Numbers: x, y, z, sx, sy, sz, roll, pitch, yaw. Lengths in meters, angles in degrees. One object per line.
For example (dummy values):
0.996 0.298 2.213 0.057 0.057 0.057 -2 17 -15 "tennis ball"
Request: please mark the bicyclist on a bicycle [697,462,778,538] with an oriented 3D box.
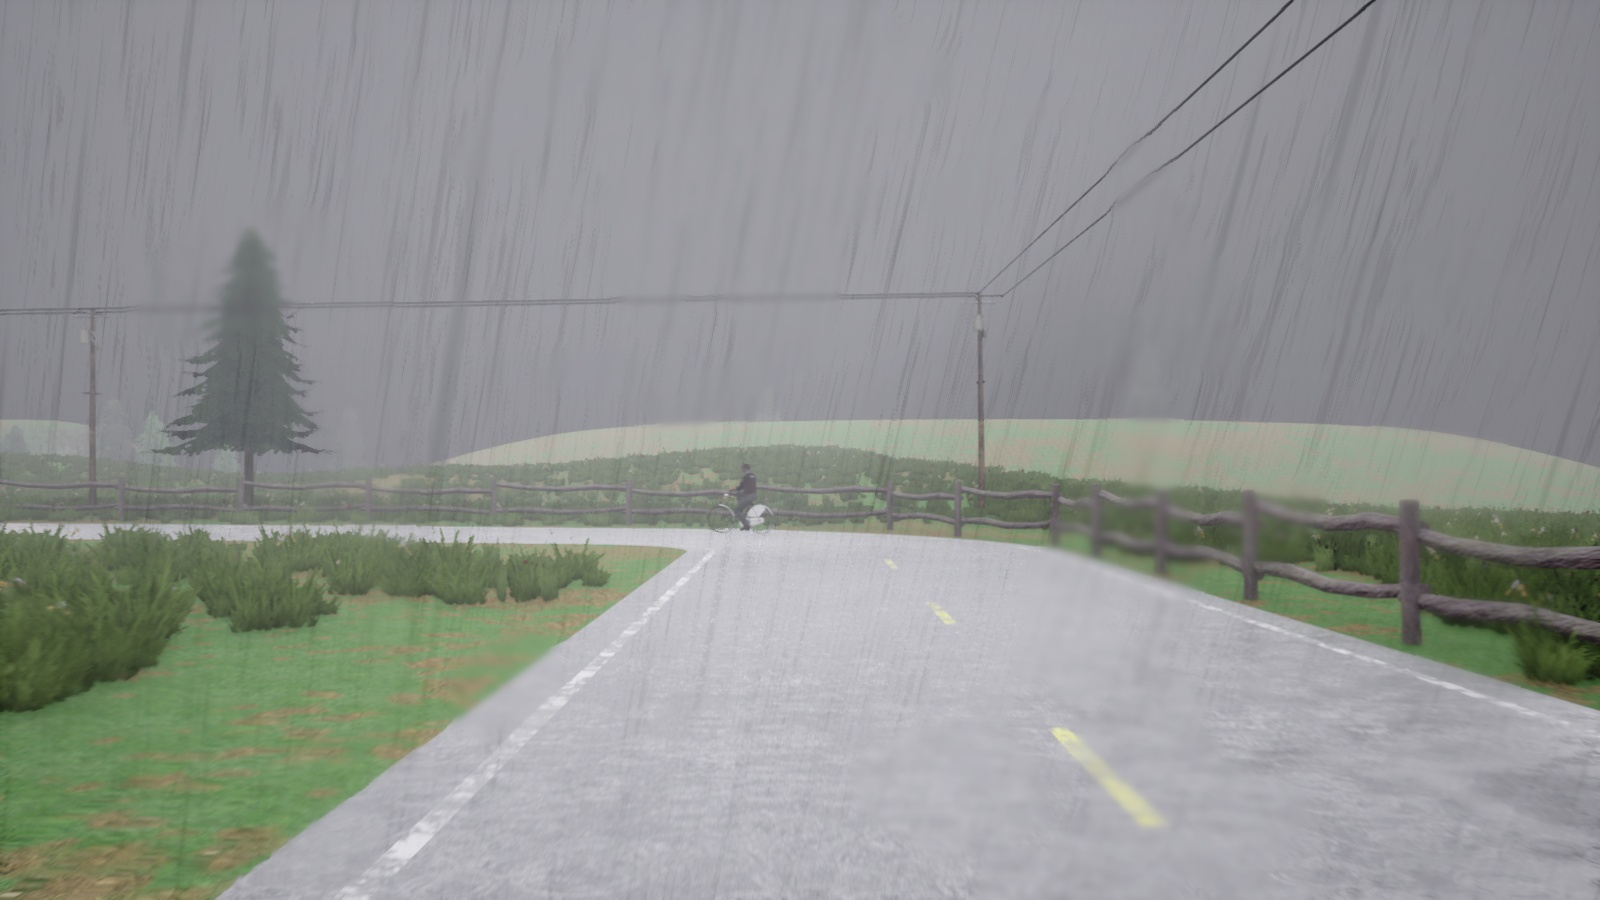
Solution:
-1.533 1.206 30.749 1.843 1.776 0.659 0 2 28 "bicyclist on a bicycle"
